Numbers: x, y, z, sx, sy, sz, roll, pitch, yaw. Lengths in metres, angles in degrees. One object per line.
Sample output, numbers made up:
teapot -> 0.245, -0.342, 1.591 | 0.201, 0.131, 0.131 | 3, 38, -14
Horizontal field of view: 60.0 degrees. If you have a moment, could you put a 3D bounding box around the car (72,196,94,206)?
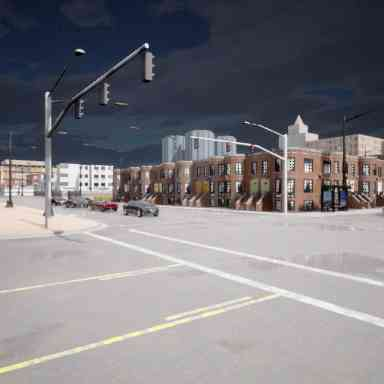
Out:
car -> -18.648, 1.491, 56.727 | 2.128, 1.511, 4.902 | 0, 0, -36

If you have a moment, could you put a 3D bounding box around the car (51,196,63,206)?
car -> -22.298, 1.492, 55.551 | 2.128, 1.511, 4.902 | 0, 0, -35

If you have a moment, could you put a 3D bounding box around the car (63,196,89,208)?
car -> -16.277, 1.352, 47.138 | 2.097, 1.767, 4.553 | 0, 0, -36

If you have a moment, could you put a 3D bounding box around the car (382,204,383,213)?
car -> 20.214, 1.222, 31.415 | 5.566, 2.045, 2.150 | 0, 0, -36

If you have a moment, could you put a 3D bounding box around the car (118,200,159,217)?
car -> -4.866, 1.505, 31.318 | 1.837, 1.490, 4.892 | 0, 0, -36

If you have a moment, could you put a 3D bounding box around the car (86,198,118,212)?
car -> -10.331, 1.601, 38.889 | 1.895, 1.301, 4.718 | 0, 0, -36
